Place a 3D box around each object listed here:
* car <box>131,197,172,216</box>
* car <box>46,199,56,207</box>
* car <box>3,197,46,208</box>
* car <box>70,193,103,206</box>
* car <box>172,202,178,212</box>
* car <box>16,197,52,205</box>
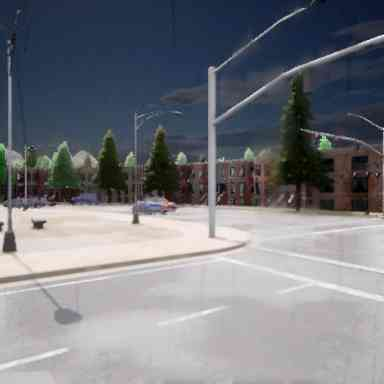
[{"bbox_3d":[-4.312,1.520,32.873,1.812,1.442,4.674,0,0,-39],"label":"car"},{"bbox_3d":[-22.410,1.564,49.621,4.181,1.385,1.994,0,0,19],"label":"car"},{"bbox_3d":[-23.609,1.548,46.349,5.357,1.411,2.033,0,0,18],"label":"car"},{"bbox_3d":[-17.511,1.217,55.218,5.566,2.045,2.150,0,0,22],"label":"car"},{"bbox_3d":[-3.677,1.345,37.397,2.097,1.767,4.553,0,0,-44],"label":"car"},{"bbox_3d":[-27.545,1.547,58.065,5.357,1.411,2.033,0,0,7],"label":"car"}]
